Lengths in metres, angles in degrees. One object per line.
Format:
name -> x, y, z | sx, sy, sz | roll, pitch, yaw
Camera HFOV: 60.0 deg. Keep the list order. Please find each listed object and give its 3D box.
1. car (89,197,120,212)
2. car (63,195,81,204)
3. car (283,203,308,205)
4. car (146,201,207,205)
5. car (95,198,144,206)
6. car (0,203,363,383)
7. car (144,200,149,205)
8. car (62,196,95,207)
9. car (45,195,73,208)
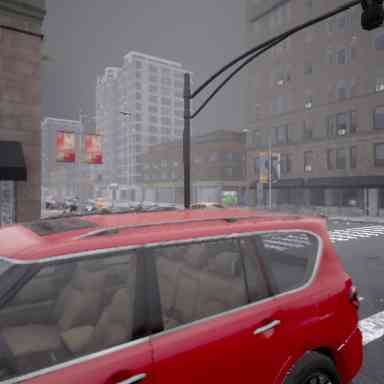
car -> -10.136, 1.422, 38.272 | 1.882, 1.535, 5.008 | 0, 0, -36
car -> -21.711, 1.407, 60.187 | 1.837, 1.490, 4.892 | 0, 0, -36
car -> 7.565, 1.514, 25.181 | 2.033, 1.411, 5.357 | 0, 0, -36
car -> -0.667, 1.505, 19.601 | 1.812, 1.442, 4.674 | 0, 0, -35
car -> -5.988, 1.491, 26.975 | 1.812, 1.442, 4.674 | 0, 0, -36
car -> -0.880, 1.221, 2.673 | 5.566, 2.045, 2.150 | 0, 0, -35
car -> -4.199, 1.485, 30.051 | 1.812, 1.442, 4.674 | 0, 0, -36
car -> -11.433, 1.443, 34.509 | 2.128, 1.511, 4.902 | 0, 0, -36
car -> -17.429, 1.288, 42.874 | 2.097, 1.767, 4.553 | 0, 0, -35
